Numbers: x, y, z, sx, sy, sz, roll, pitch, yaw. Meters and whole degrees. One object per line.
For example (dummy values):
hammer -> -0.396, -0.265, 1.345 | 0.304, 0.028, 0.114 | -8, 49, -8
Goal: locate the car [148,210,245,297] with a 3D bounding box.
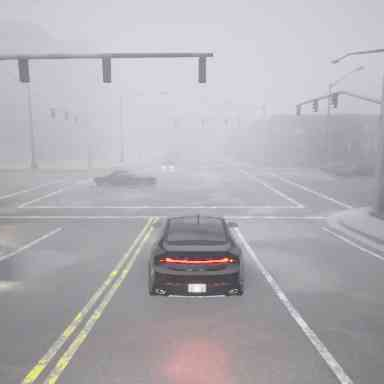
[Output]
car -> 0.081, 1.203, 7.996 | 1.837, 1.490, 4.892 | 0, 4, 0

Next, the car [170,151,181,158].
car -> -3.501, -6.635, 60.791 | 2.097, 1.767, 4.553 | 0, 9, 0

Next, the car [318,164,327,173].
car -> 16.315, -2.727, 36.262 | 4.902, 1.511, 2.128 | 0, 9, 0

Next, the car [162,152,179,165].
car -> -3.541, -4.880, 50.660 | 2.033, 1.411, 5.357 | 0, 9, 0

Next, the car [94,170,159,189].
car -> -4.976, -1.004, 25.795 | 4.718, 1.301, 1.895 | 0, 9, 0

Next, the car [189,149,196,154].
car -> 0.099, -10.967, 90.286 | 1.994, 1.385, 4.181 | 0, 9, 0

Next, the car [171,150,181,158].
car -> -3.422, -8.072, 70.969 | 1.882, 1.535, 5.008 | 0, 9, 0

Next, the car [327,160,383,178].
car -> 16.679, -2.140, 32.812 | 5.357, 1.411, 2.033 | 0, 9, 2
